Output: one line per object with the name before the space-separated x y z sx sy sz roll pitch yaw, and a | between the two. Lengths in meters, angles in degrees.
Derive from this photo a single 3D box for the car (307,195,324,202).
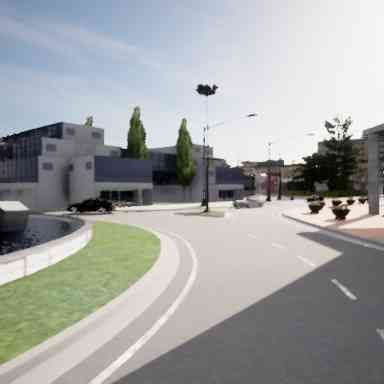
car | 21.941 1.162 59.035 1.994 1.385 4.181 0 0 40

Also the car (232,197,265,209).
car | 7.105 1.355 41.782 1.895 1.301 4.718 0 0 44

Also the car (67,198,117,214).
car | -9.977 1.383 33.210 4.892 1.490 1.837 0 2 5
